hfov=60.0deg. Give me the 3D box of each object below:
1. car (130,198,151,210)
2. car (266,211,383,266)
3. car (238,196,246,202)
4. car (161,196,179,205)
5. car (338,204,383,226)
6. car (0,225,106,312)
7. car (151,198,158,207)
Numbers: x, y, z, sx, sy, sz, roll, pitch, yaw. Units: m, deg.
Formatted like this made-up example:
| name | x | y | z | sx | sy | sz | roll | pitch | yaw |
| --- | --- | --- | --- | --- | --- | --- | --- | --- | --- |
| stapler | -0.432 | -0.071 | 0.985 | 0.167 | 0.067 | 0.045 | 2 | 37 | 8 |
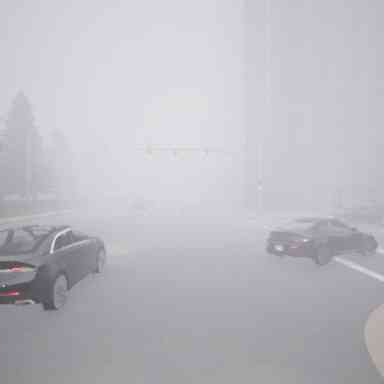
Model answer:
| name | x | y | z | sx | sy | sz | roll | pitch | yaw |
| --- | --- | --- | --- | --- | --- | --- | --- | --- | --- |
| car | -7.080 | 1.614 | 44.802 | 1.837 | 1.490 | 4.892 | 0 | 0 | 1 |
| car | 4.642 | 1.608 | 11.849 | 4.674 | 1.442 | 1.812 | 0 | -1 | -36 |
| car | 12.879 | 1.724 | 77.872 | 4.674 | 1.442 | 1.812 | 0 | 0 | -24 |
| car | -4.252 | 1.511 | 64.556 | 2.097 | 1.767 | 4.553 | 0 | 0 | 21 |
| car | 11.850 | 1.625 | 23.624 | 4.892 | 1.490 | 1.837 | 0 | 0 | 0 |
| car | -3.410 | 1.510 | 7.738 | 2.128 | 1.511 | 4.902 | 0 | 0 | 0 |
| car | -6.822 | 1.697 | 54.740 | 1.994 | 1.385 | 4.181 | 0 | 0 | 5 |
